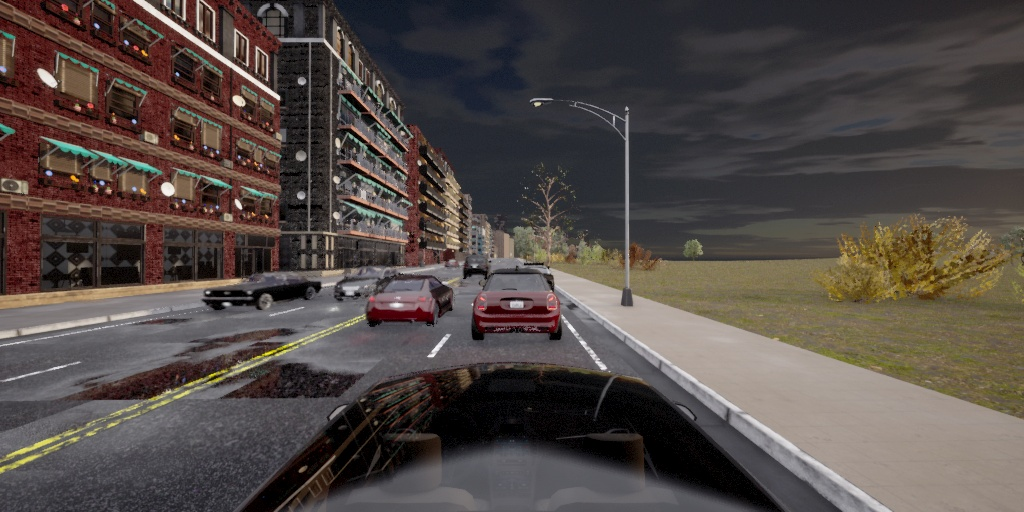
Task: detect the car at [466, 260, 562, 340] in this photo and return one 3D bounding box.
[{"bbox_3d":[0.114,1.103,10.109,2.097,1.767,4.553,0,0,0],"label":"car"}]

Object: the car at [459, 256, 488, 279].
[{"bbox_3d":[-3.078,0.976,32.444,2.150,2.045,5.566,0,0,0],"label":"car"}]

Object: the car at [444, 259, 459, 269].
[{"bbox_3d":[-9.702,1.276,57.805,1.812,1.442,4.674,0,0,0],"label":"car"}]

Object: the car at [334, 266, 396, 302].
[{"bbox_3d":[-6.565,1.243,16.989,2.128,1.511,4.902,0,0,0],"label":"car"}]

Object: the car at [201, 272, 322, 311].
[{"bbox_3d":[-9.822,1.352,14.568,1.895,1.301,4.718,0,0,0],"label":"car"}]

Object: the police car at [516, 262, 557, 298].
[{"bbox_3d":[1.178,1.177,19.604,1.930,1.638,5.238,0,0,0],"label":"police car"}]

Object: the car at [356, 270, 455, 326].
[{"bbox_3d":[-3.128,1.315,11.744,1.994,1.385,4.181,0,0,0],"label":"car"}]
